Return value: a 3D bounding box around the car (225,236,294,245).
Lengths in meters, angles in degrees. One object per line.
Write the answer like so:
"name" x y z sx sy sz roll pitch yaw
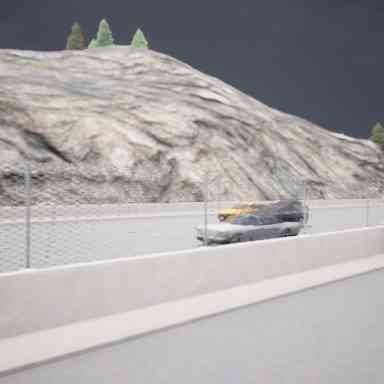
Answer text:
"car" 2.449 1.601 14.340 4.718 1.301 1.895 0 0 -36
